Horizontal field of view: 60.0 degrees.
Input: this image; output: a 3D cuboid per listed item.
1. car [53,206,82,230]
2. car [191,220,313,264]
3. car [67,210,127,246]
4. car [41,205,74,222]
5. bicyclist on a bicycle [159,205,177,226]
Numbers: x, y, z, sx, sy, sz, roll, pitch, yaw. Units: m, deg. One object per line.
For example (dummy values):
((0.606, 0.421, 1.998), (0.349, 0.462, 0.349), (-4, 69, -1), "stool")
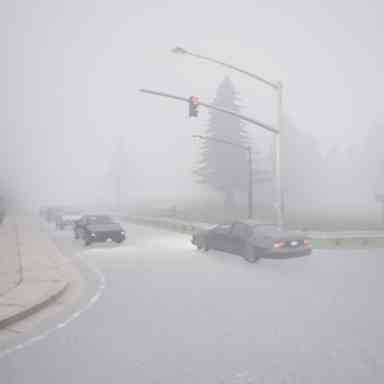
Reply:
((-9.695, 2.105, 26.507), (1.812, 1.442, 4.674), (0, -1, -28), "car")
((2.036, 1.791, 13.013), (2.033, 1.411, 5.357), (0, -1, -31), "car")
((-5.166, 1.941, 18.076), (2.033, 1.411, 5.357), (0, -1, -28), "car")
((-14.122, 2.253, 34.749), (2.128, 1.511, 4.902), (0, -1, -28), "car")
((-1.797, 1.834, 27.388), (1.656, 1.620, 0.582), (44, -21, -18), "bicyclist on a bicycle")
